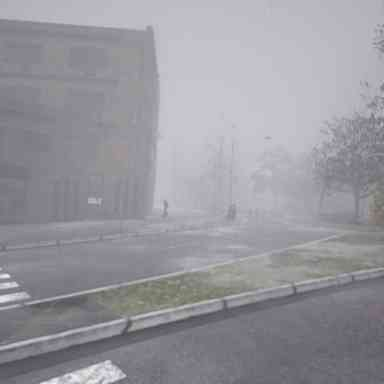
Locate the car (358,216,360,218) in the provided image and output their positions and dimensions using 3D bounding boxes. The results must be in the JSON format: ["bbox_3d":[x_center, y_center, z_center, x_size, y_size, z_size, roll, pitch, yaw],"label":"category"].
[{"bbox_3d":[24.423,3.640,53.493,4.902,1.511,2.128,3,-2,-9],"label":"car"}]

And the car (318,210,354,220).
[{"bbox_3d":[21.197,3.383,49.175,5.357,1.411,2.033,4,-2,-23],"label":"car"}]
